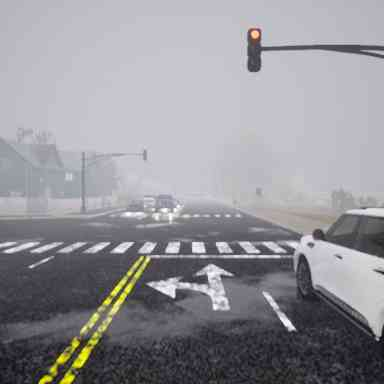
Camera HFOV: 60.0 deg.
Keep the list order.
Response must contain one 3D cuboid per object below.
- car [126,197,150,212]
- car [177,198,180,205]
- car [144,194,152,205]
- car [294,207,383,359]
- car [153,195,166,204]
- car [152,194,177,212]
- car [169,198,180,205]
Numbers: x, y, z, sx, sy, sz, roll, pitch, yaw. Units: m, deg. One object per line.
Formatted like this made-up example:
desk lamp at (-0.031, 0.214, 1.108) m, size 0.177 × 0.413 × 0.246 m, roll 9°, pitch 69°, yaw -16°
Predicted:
car at (-6.502, 1.631, 39.265) m, size 1.994 × 1.385 × 4.181 m, roll 0°, pitch 0°, yaw 0°
car at (-3.226, 1.694, 50.300) m, size 1.895 × 1.301 × 4.718 m, roll 0°, pitch 0°, yaw 0°
car at (-6.468, 1.315, 51.404) m, size 2.150 × 2.045 × 5.566 m, roll 0°, pitch 0°, yaw 0°
car at (3.361, 1.228, 5.160) m, size 2.150 × 2.045 × 5.566 m, roll 0°, pitch 0°, yaw 0°
car at (-6.377, 1.489, 66.069) m, size 2.097 × 1.767 × 4.553 m, roll 0°, pitch 0°, yaw 1°
car at (-3.269, 1.291, 40.319) m, size 2.150 × 2.045 × 5.566 m, roll 0°, pitch 0°, yaw -2°
car at (-3.179, 1.723, 61.133) m, size 1.895 × 1.301 × 4.718 m, roll 0°, pitch 0°, yaw 1°
